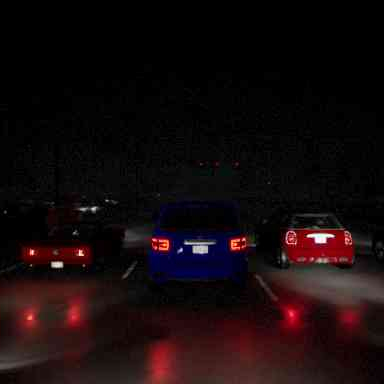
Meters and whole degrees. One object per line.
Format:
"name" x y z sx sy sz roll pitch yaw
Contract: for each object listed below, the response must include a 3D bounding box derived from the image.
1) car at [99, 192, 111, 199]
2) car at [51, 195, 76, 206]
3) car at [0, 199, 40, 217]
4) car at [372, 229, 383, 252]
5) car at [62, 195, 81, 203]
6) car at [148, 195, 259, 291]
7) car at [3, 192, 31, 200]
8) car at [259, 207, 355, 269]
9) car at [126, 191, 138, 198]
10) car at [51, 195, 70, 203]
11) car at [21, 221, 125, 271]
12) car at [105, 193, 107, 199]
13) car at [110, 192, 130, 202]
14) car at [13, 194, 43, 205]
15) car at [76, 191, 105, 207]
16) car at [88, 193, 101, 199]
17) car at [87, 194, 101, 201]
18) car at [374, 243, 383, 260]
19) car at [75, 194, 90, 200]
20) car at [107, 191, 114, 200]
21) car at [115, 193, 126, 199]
"car" -21.835 0.934 83.625 2.097 1.767 4.553 0 0 -1
"car" -18.009 1.306 46.784 1.837 1.490 4.892 0 0 -1
"car" -14.300 1.523 26.368 1.895 1.301 4.718 0 0 -1
"car" 7.030 1.478 9.356 2.128 1.511 4.902 0 0 0
"car" -21.601 1.248 59.711 1.812 1.442 4.674 0 0 0
"car" 0.054 1.208 9.160 2.150 2.045 5.566 0 0 -2
"car" -25.021 1.015 48.010 2.150 2.045 5.566 0 0 -1
"car" 3.519 1.335 11.257 2.097 1.767 4.553 0 0 0
"car" -14.739 0.837 78.242 2.150 2.045 5.566 0 0 -1
"car" -25.089 1.297 63.525 1.895 1.301 4.718 0 0 0
"car" -3.475 1.585 10.801 1.895 1.301 4.718 0 0 0
"car" -18.107 1.304 62.962 1.895 1.301 4.718 0 0 0
"car" -14.632 1.220 68.062 2.033 1.411 5.357 0 0 -1
"car" -21.471 1.342 44.348 1.812 1.442 4.674 0 0 -1
"car" -14.520 1.146 47.929 2.097 1.767 4.553 0 0 -1
"car" -25.561 1.098 87.035 2.033 1.411 5.357 0 0 -3
"car" -21.690 1.192 73.617 1.994 1.385 4.181 0 0 -1
"car" 3.597 1.490 2.113 2.128 1.511 4.902 0 0 0
"car" -25.222 1.121 76.627 1.837 1.490 4.892 0 0 -1
"car" -18.224 1.159 76.944 2.033 1.411 5.357 0 0 -1
"car" -18.480 1.087 86.444 2.128 1.511 4.902 0 0 -3
